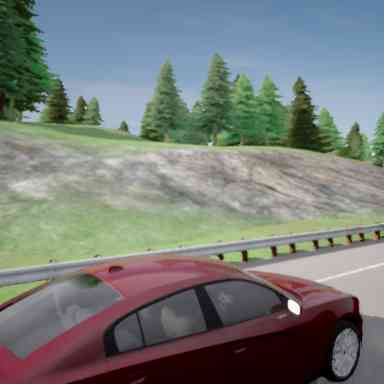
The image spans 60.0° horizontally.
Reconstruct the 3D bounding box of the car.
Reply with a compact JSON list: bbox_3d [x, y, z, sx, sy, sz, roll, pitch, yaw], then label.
[{"bbox_3d":[-0.057,1.466,3.683,5.008,1.535,1.882,0,0,-36],"label":"car"}]
